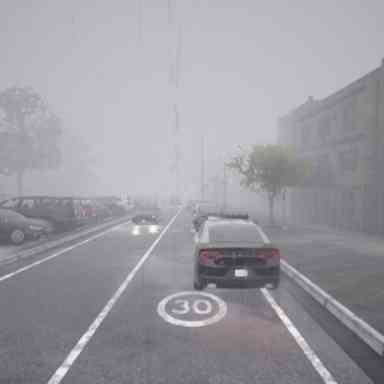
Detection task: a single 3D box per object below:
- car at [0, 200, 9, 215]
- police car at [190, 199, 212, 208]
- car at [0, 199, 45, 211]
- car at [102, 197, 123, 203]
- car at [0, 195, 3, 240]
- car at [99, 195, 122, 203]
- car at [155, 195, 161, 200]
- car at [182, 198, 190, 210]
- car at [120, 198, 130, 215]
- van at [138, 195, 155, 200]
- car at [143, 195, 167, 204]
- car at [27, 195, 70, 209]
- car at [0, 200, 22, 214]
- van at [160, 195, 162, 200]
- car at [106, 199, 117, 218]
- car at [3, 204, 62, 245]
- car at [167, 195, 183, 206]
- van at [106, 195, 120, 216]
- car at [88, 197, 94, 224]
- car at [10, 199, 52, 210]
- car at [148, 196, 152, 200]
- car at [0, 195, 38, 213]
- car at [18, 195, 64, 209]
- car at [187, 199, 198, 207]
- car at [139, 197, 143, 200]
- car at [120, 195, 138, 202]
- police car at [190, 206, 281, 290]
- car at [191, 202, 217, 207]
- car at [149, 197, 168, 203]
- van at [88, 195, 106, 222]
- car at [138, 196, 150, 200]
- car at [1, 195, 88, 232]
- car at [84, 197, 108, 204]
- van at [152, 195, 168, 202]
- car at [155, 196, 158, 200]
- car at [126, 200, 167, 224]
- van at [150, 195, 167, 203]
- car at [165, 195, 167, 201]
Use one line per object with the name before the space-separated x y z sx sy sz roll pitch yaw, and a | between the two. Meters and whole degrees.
car | -21.884 1.626 34.410 4.792 1.488 2.163 0 0 0
police car | 0.993 1.496 25.216 1.930 1.638 5.238 0 0 0
car | -21.914 1.658 42.765 5.008 1.535 2.097 0 0 0
car | -22.137 2.139 92.872 5.366 1.575 1.946 0 -1 0
car | -8.868 1.208 9.326 5.566 2.045 2.435 0 0 0
car | -21.978 1.864 90.099 5.566 2.045 2.435 0 -1 0
car | -8.847 1.845 62.581 5.008 1.535 2.097 0 -1 0
car | 0.076 1.766 46.268 2.033 1.411 5.357 0 -1 1
car | -8.827 1.578 31.749 5.008 1.535 2.097 0 0 0
van | -8.730 1.537 54.174 4.442 1.987 1.878 0 -1 0
car | -8.834 1.758 79.402 5.566 2.045 2.435 0 -1 0
car | -21.896 1.481 50.997 5.566 2.045 2.435 0 -1 0
car | -21.944 1.645 37.195 4.792 1.488 2.163 0 0 0
van | -8.737 1.647 65.387 4.442 1.987 1.878 0 -1 0
car | -8.824 1.543 26.143 4.892 1.521 2.231 0 0 0
car | -8.839 1.476 14.929 4.892 1.521 2.231 0 0 0
car | -3.225 1.624 65.859 2.150 2.045 5.566 0 -1 1
van | -8.947 1.334 28.947 4.442 1.987 1.878 0 0 0
car | -8.798 1.379 20.536 4.553 1.767 2.185 0 0 0
car | -21.918 1.720 45.426 4.674 1.452 2.002 0 0 0
car | -9.028 1.705 48.565 5.366 1.575 1.946 0 -1 0
car | -21.889 1.384 39.981 5.566 2.045 2.435 0 0 0
car | -21.893 1.455 48.336 5.566 2.045 2.435 0 -1 0
car | 0.046 1.910 59.949 1.994 1.385 4.181 0 -1 0
car | -8.809 1.665 40.158 4.792 1.488 2.163 0 0 0
car | -8.863 1.346 34.555 5.566 2.045 2.435 0 0 0
police car | 0.982 1.408 9.188 1.930 1.638 5.238 0 0 0
car | 0.989 1.536 19.096 1.837 1.490 4.892 0 0 0
car | -8.861 2.093 87.809 4.892 1.521 2.231 0 -1 0
van | -8.714 1.298 23.341 4.442 1.987 1.878 0 0 0
car | -8.836 1.682 45.766 5.008 1.535 2.097 0 -1 0
car | -8.860 1.239 17.736 5.566 2.045 2.435 0 0 0
car | -21.946 1.980 76.217 4.892 1.521 2.231 0 -1 0
van | -8.988 1.921 93.418 4.442 1.987 1.878 0 -1 0
car | -8.819 1.820 56.975 4.792 1.488 2.163 0 -1 0
car | -3.331 1.620 25.582 2.033 1.411 5.357 0 0 0
van | -8.986 1.894 90.615 4.442 1.987 1.878 0 -1 0
car | -8.832 1.731 76.599 5.566 2.045 2.435 0 -1 0
